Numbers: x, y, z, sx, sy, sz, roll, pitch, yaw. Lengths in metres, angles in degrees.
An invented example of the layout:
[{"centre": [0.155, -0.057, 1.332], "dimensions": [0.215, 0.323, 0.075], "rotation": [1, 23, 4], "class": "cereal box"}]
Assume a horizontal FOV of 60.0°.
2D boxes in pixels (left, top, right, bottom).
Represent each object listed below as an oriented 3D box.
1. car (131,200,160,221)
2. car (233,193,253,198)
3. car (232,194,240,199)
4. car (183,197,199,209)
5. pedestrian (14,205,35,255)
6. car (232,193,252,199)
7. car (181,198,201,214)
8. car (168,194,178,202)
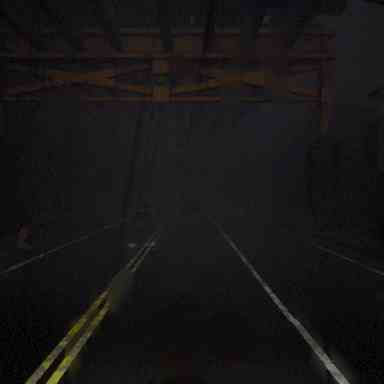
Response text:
[{"centre": [-3.740, 1.472, 27.169], "dimensions": [1.882, 1.535, 5.008], "rotation": [0, 0, 0], "class": "car"}, {"centre": [12.874, 0.830, 83.459], "dimensions": [4.536, 1.218, 1.853], "rotation": [0, 1, -20], "class": "car"}, {"centre": [12.825, 0.988, 83.443], "dimensions": [4.974, 1.542, 2.038], "rotation": [0, 1, -20], "class": "car"}, {"centre": [-0.134, 1.487, 45.168], "dimensions": [2.033, 1.411, 5.357], "rotation": [0, 0, 0], "class": "car"}, {"centre": [-5.843, 1.291, 11.562], "dimensions": [0.375, 1.860, 0.375], "rotation": [-1, 1, 0], "class": "pedestrian"}, {"centre": [13.130, 0.940, 87.603], "dimensions": [4.974, 1.542, 2.038], "rotation": [0, 1, 25], "class": "car"}, {"centre": [-0.080, 1.462, 34.885], "dimensions": [1.882, 1.535, 5.008], "rotation": [0, 0, 0], "class": "car"}, {"centre": [-3.863, 1.193, 67.729], "dimensions": [1.882, 1.535, 5.008], "rotation": [0, 1, 0], "class": "car"}]
